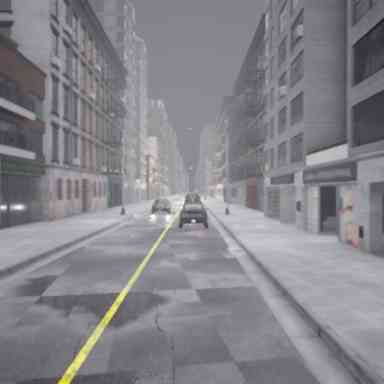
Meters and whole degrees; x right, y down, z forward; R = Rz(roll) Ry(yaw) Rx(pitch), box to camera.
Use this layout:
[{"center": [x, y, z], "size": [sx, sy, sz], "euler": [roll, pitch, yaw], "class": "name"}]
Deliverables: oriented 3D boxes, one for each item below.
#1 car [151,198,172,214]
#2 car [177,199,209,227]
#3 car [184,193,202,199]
[{"center": [-3.094, 1.429, 34.350], "size": [1.837, 1.490, 4.892], "euler": [0, 0, 0], "class": "car"}, {"center": [0.095, 1.461, 22.332], "size": [1.837, 1.490, 4.892], "euler": [0, 1, 0], "class": "car"}, {"center": [0.095, 1.119, 44.768], "size": [2.150, 2.045, 5.566], "euler": [0, 0, 0], "class": "car"}]
